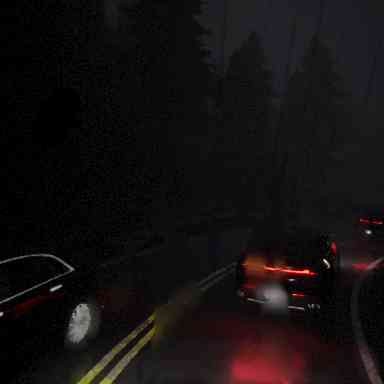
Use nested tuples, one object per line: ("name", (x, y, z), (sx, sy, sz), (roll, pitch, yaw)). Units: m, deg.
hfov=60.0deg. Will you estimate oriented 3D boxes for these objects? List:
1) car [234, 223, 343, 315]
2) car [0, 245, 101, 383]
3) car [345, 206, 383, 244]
("car", (2.426, 1.502, 7.848), (1.837, 1.490, 4.892), (2, 1, 25))
("car", (-2.804, 1.467, 3.593), (1.837, 1.490, 4.892), (0, 1, 14))
("car", (9.477, 1.408, 15.342), (4.892, 1.490, 1.837), (-1, 5, -33))
